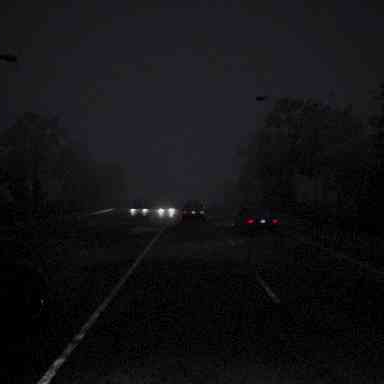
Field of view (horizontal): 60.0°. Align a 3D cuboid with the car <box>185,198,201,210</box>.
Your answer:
[{"bbox_3d":[0.099,1.536,42.992,1.994,1.385,4.181,0,0,0],"label":"car"}]

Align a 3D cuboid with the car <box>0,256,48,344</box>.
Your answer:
[{"bbox_3d":[-3.600,1.561,4.336,1.994,1.385,4.181,0,0,0],"label":"car"}]

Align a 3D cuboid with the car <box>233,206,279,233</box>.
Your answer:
[{"bbox_3d":[3.596,1.535,19.339,2.033,1.411,5.357,0,0,0],"label":"car"}]

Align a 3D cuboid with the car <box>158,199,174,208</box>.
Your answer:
[{"bbox_3d":[-3.584,1.571,46.654,1.895,1.301,4.718,0,0,0],"label":"car"}]

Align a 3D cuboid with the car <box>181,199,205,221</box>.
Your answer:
[{"bbox_3d":[0.100,1.530,26.645,2.033,1.411,5.357,0,0,0],"label":"car"}]

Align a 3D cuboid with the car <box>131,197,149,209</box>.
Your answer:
[{"bbox_3d":[-7.083,1.448,45.735,1.882,1.535,5.008,0,0,0],"label":"car"}]
